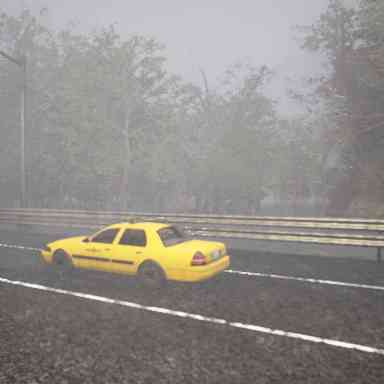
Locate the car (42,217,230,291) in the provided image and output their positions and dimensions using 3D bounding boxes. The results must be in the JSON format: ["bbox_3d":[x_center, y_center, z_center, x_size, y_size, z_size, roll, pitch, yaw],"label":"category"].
[{"bbox_3d":[-1.698,1.470,8.947,5.366,1.575,1.801,0,0,28],"label":"car"}]
